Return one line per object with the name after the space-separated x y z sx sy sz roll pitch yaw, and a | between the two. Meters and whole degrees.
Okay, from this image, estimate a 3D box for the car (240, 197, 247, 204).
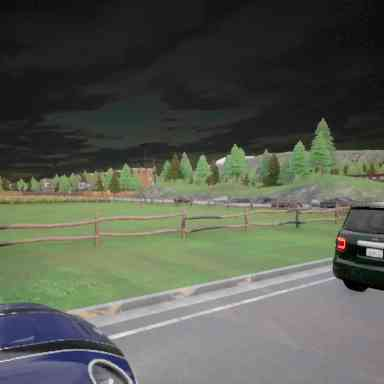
7.338 1.547 63.538 2.033 1.411 5.357 0 0 -36 | car

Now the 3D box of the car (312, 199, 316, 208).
19.176 1.526 47.332 1.812 1.442 4.674 0 0 -36 | car

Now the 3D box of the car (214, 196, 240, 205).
5.852 1.526 59.607 1.812 1.442 4.674 0 0 -36 | car

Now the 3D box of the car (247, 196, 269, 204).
11.760 1.525 63.420 1.812 1.442 4.674 0 0 -36 | car

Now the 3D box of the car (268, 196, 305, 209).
12.776 1.564 44.221 1.994 1.385 4.181 0 0 -36 | car

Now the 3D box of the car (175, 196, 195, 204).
-1.389 1.507 63.648 1.837 1.490 4.892 0 -1 -36 | car

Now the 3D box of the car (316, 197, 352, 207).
18.724 1.504 42.030 1.837 1.490 4.892 0 0 -36 | car

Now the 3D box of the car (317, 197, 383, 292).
5.552 1.221 7.728 5.566 2.045 2.150 0 0 -36 | car

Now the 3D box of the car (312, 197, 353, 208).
21.231 1.547 50.452 2.033 1.411 5.357 0 0 -36 | car

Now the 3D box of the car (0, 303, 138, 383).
-2.545 1.351 1.926 4.553 1.767 2.097 0 0 -36 | car

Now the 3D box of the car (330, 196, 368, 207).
24.452 1.477 51.978 1.882 1.535 5.008 0 0 -36 | car

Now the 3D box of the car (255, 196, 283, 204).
14.952 1.547 65.044 2.033 1.411 5.357 0 0 -36 | car
